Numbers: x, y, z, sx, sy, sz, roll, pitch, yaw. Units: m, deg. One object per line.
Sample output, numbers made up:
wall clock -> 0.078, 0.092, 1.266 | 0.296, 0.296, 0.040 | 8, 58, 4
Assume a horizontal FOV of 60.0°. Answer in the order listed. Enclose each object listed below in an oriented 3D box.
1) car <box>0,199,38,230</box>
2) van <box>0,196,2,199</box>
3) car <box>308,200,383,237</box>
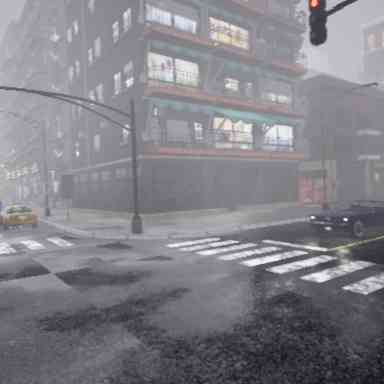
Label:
car -> -10.533, 1.371, 19.961 | 1.752, 1.417, 4.829 | -2, 1, -36
van -> -18.790, 1.186, 31.060 | 1.690, 1.788, 3.998 | -2, 1, -36
car -> 7.142, 1.041, 14.369 | 4.718, 1.301, 1.895 | -3, 1, -35
